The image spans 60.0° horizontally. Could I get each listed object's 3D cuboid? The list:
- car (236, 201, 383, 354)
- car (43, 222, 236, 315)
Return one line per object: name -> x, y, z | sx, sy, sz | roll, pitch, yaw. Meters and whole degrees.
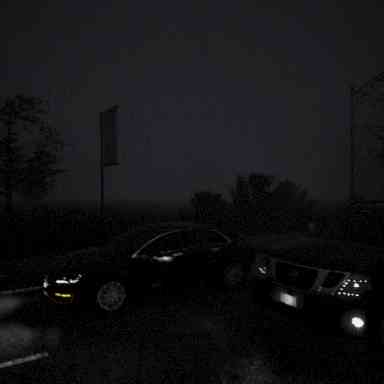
car -> 3.732, 1.209, 6.327 | 5.566, 2.045, 2.150 | 0, 0, -32
car -> -0.714, 1.488, 7.573 | 4.892, 1.490, 1.837 | 0, 0, -33
